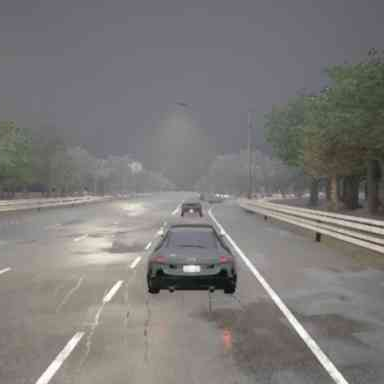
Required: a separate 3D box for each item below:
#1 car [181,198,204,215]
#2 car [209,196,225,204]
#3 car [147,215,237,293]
[{"bbox_3d":[0.023,1.356,30.911,1.837,1.490,4.892,0,0,1],"label":"car"},{"bbox_3d":[4.341,1.288,57.121,1.994,1.385,4.181,0,0,18],"label":"car"},{"bbox_3d":[-0.008,1.524,8.771,1.994,1.385,4.181,0,0,0],"label":"car"}]
